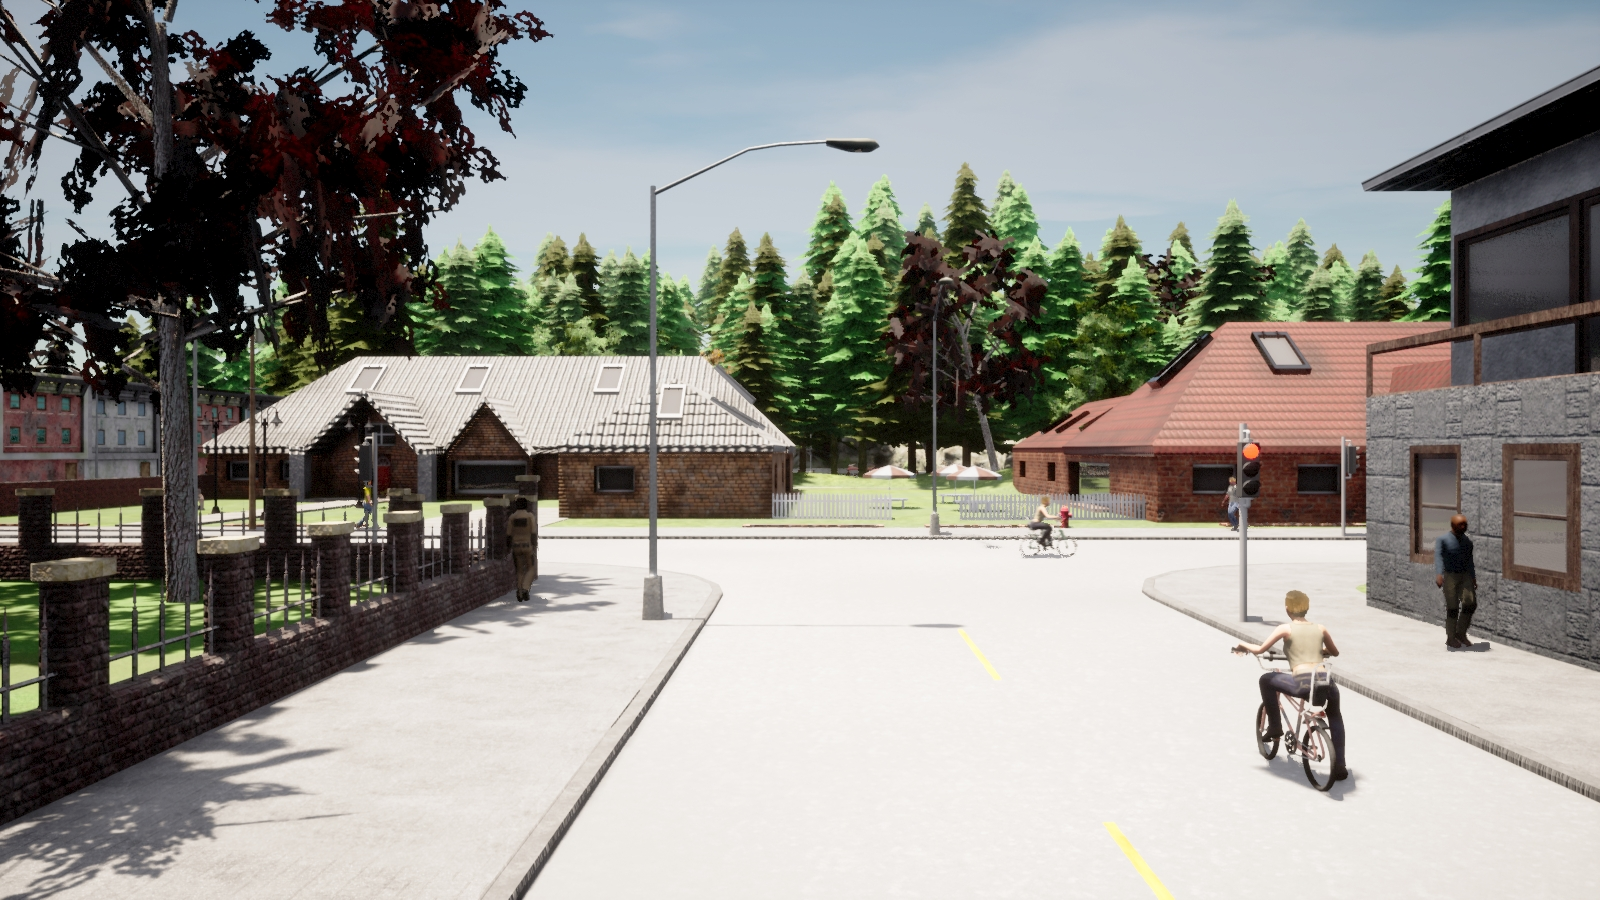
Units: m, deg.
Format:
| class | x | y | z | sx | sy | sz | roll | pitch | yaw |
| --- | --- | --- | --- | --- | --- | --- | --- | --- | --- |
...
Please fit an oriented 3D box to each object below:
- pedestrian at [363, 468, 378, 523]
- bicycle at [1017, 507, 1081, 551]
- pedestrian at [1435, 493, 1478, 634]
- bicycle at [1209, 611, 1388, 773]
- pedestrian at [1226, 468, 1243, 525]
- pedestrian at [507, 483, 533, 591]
| class | x | y | z | sx | sy | sz | roll | pitch | yaw |
| --- | --- | --- | --- | --- | --- | --- | --- | --- | --- |
| pedestrian | -14.444 | 1.524 | 38.414 | 0.375 | 1.860 | 0.375 | 0 | 0 | 2 |
| bicycle | 6.456 | 2.036 | 29.679 | 1.487 | 1.080 | 0.859 | 0 | 0 | 1 |
| pedestrian | 8.855 | 1.516 | 15.415 | 0.375 | 1.860 | 0.375 | 0 | 0 | 1 |
| bicycle | 4.247 | 2.036 | 9.857 | 0.859 | 1.080 | 1.487 | 0 | 0 | -2 |
| pedestrian | 14.380 | 1.524 | 37.783 | 0.375 | 1.860 | 0.375 | 0 | 0 | -25 |
| pedestrian | -4.915 | 1.523 | 20.070 | 0.375 | 1.860 | 0.375 | 0 | 0 | -1 |
